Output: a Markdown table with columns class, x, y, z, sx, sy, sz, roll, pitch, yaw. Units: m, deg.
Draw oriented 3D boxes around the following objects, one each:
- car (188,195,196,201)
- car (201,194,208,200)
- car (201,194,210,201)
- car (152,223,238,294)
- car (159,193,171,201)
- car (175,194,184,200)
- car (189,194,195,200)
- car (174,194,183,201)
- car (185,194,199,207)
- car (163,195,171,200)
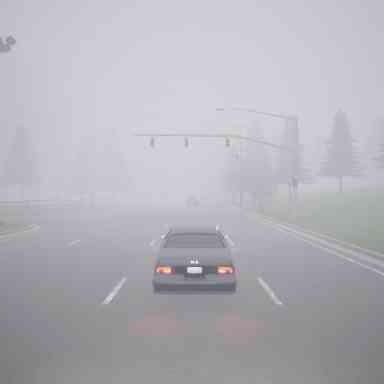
| class | x | y | z | sx | sy | sz | roll | pitch | yaw |
| --- | --- | --- | --- | --- | --- | --- | --- | --- | --- |
| car | 0.001 | 1.569 | 83.601 | 2.033 | 1.411 | 5.357 | 0 | 0 | 0 |
| car | 3.501 | 1.353 | 94.021 | 1.882 | 1.535 | 5.008 | 0 | 0 | 0 |
| car | 3.501 | 1.529 | 83.601 | 1.837 | 1.490 | 4.892 | 0 | 0 | 0 |
| car | 0.066 | 1.552 | 8.919 | 2.033 | 1.411 | 5.357 | 0 | 0 | 0 |
| car | -6.999 | 1.254 | 83.631 | 2.150 | 2.045 | 5.566 | 0 | 0 | 0 |
| car | -3.499 | 1.400 | 94.021 | 2.128 | 1.511 | 4.902 | 0 | 0 | 0 |
| car | 0.001 | 1.353 | 94.021 | 1.882 | 1.535 | 5.008 | 0 | 0 | 0 |
| car | -3.499 | 1.554 | 84.018 | 1.812 | 1.442 | 4.674 | 0 | 0 | 0 |
| car | -0.001 | 1.376 | 52.958 | 2.097 | 1.767 | 4.553 | 0 | 0 | 0 |
| car | -6.999 | 1.427 | 94.021 | 1.994 | 1.385 | 4.181 | 0 | 0 | 0 |
